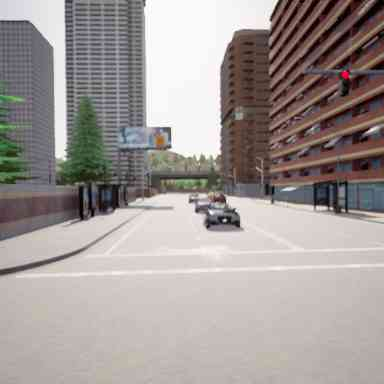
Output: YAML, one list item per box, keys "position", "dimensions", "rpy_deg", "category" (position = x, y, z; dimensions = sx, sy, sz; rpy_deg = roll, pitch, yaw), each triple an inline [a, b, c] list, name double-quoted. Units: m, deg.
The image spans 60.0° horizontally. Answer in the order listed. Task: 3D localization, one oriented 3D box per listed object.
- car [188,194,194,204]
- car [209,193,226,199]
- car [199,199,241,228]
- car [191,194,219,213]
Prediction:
- position: [0.406, 1.079, 52.385]
  dimensions: [1.837, 1.490, 4.892]
  rpy_deg: [-1, 0, -2]
  category: "car"
- position: [4.067, 1.020, 50.474]
  dimensions: [1.882, 1.535, 5.008]
  rpy_deg: [-1, 0, -2]
  category: "car"
- position: [1.737, 1.384, 20.464]
  dimensions: [1.994, 1.385, 4.181]
  rpy_deg: [-1, 1, -3]
  category: "car"
- position: [1.215, 1.252, 32.580]
  dimensions: [1.812, 1.442, 4.674]
  rpy_deg: [-1, 1, -2]
  category: "car"
